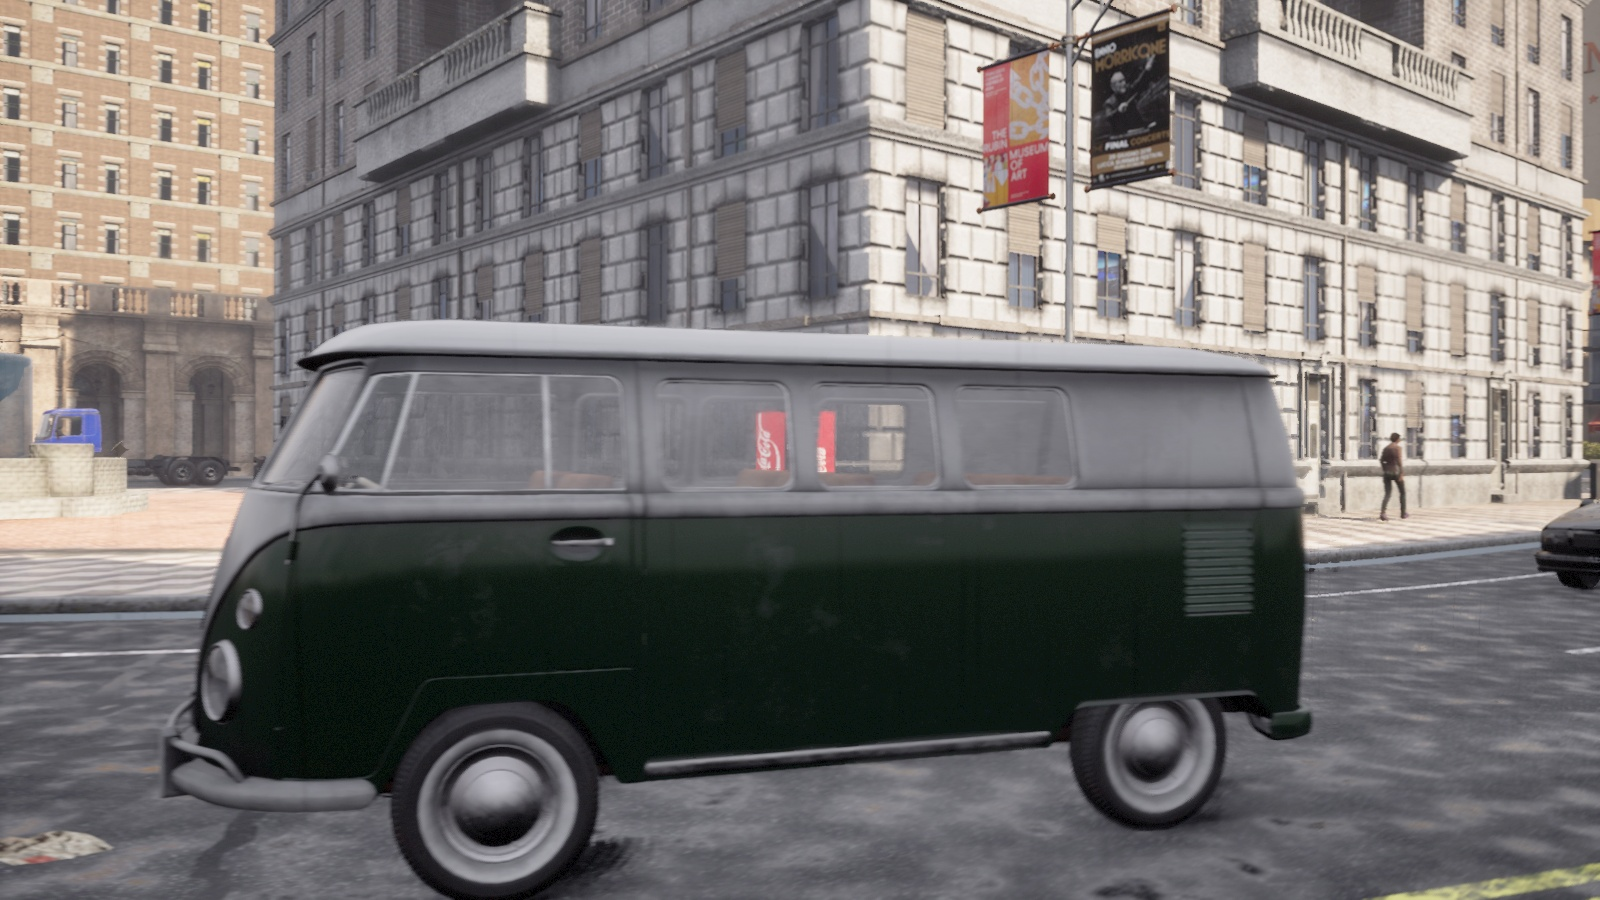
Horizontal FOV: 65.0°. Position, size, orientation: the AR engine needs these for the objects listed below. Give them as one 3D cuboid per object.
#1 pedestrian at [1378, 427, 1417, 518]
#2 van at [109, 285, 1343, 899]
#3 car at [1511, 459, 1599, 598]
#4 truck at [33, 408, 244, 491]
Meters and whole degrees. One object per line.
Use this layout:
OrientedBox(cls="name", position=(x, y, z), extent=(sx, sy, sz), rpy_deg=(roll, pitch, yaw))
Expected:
OrientedBox(cls="pedestrian", position=(12.046, 0.447, 25.331), extent=(0.869, 1.805, 0.328), rpy_deg=(0, 0, -36))
OrientedBox(cls="van", position=(-0.191, 0.513, 5.207), extent=(4.442, 1.987, 1.775), rpy_deg=(0, 0, -19))
OrientedBox(cls="car", position=(10.440, 0.810, 14.337), extent=(5.357, 1.411, 2.033), rpy_deg=(0, 0, -37))
OrientedBox(cls="truck", position=(-29.436, -0.017, 56.097), extent=(7.936, 3.462, 2.891), rpy_deg=(0, 0, -38))
